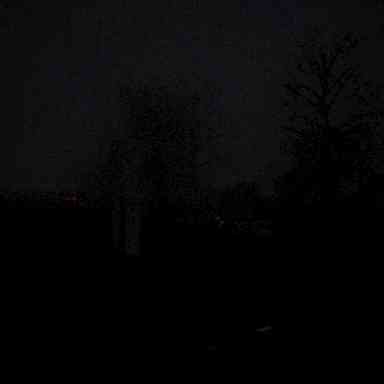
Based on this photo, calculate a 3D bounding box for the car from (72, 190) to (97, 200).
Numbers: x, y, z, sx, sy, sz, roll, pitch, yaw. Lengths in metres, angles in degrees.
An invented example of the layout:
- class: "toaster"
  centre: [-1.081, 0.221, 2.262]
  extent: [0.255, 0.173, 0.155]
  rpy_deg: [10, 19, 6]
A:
- class: "car"
  centre: [-16.214, 0.512, 51.097]
  extent: [2.033, 1.411, 5.357]
  rpy_deg: [-1, 2, -35]

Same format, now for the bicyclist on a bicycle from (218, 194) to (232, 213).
- class: "bicyclist on a bicycle"
  centre: [2.951, 1.035, 29.445]
  extent: [1.656, 1.620, 0.582]
  rpy_deg: [0, 1, -35]

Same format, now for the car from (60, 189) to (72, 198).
- class: "car"
  centre: [-22.354, 0.226, 59.715]
  extent: [2.128, 1.511, 4.902]
  rpy_deg: [-1, 2, -36]
